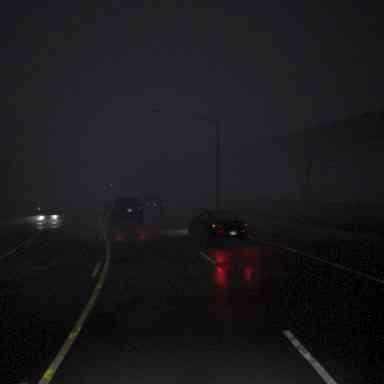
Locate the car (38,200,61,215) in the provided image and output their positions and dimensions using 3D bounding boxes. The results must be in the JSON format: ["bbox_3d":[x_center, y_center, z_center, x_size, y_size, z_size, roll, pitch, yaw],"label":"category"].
[{"bbox_3d":[-16.575,1.963,39.026,1.895,1.301,4.718,-1,0,-16],"label":"car"}]

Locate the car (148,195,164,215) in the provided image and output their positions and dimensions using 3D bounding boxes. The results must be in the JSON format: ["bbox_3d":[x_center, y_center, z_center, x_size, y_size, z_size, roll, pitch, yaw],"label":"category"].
[{"bbox_3d":[-4.415,1.393,35.501,2.150,2.045,5.566,-1,0,-16],"label":"car"}]

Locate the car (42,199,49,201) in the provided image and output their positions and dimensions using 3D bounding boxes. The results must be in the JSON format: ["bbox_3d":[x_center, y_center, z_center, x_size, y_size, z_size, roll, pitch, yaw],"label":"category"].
[{"bbox_3d":[-26.376,2.033,60.008,1.994,1.385,4.181,-1,0,-16],"label":"car"}]

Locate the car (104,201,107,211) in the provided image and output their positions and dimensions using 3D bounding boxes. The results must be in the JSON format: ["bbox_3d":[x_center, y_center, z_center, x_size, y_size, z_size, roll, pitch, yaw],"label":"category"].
[{"bbox_3d":[-10.924,1.786,45.174,2.128,1.511,4.902,-1,0,-16],"label":"car"}]

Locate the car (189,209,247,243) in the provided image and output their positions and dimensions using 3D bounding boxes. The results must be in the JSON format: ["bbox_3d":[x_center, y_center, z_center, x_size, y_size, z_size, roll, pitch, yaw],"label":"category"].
[{"bbox_3d":[1.149,1.556,16.208,1.812,1.442,4.674,-1,0,-14],"label":"car"}]

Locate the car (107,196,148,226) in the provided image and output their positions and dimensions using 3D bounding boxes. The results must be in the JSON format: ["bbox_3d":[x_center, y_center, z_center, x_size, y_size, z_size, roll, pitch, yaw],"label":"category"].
[{"bbox_3d":[-4.964,1.366,25.000,2.150,2.045,5.566,-1,0,-16],"label":"car"}]
